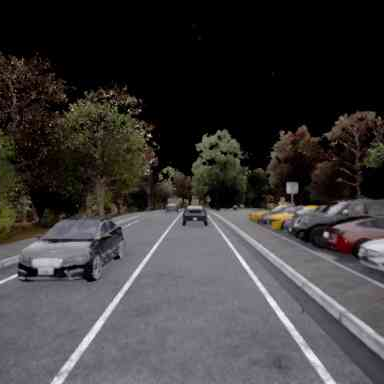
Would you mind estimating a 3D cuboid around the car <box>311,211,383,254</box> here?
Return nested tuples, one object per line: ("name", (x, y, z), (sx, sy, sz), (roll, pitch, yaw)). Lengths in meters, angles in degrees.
("car", (7.166, 1.580, 11.979), (4.792, 1.488, 2.163), (0, 0, 0))

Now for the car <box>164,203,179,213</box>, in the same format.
("car", (-3.068, 2.441, 51.322), (1.812, 1.442, 4.674), (0, -2, 1))

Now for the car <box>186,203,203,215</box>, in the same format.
("car", (0.315, 2.118, 42.853), (2.128, 1.511, 4.902), (0, -2, 0))

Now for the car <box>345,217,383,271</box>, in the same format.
("car", (7.124, 1.574, 9.203), (4.674, 1.452, 2.002), (0, 0, 0))

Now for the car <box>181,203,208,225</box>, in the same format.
("car", (0.231, 1.738, 26.375), (1.837, 1.490, 4.892), (0, -1, 0))

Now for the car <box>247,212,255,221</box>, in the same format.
("car", (7.029, 1.680, 25.845), (5.366, 1.575, 1.946), (0, -1, 0))

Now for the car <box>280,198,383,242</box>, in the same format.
("car", (7.124, 1.316, 14.757), (5.566, 2.045, 2.435), (0, 0, 0))

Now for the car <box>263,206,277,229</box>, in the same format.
("car", (7.190, 1.610, 20.304), (5.008, 1.535, 2.097), (0, 0, 0))

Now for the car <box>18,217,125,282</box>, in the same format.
("car", (-3.300, 1.544, 9.985), (2.128, 1.511, 4.902), (0, 0, 0))

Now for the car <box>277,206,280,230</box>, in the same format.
("car", (7.199, 1.461, 17.528), (4.553, 1.767, 2.185), (0, 0, 0))

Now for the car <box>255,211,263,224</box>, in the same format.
("car", (7.204, 1.644, 23.076), (4.892, 1.521, 2.231), (0, -1, 0))
